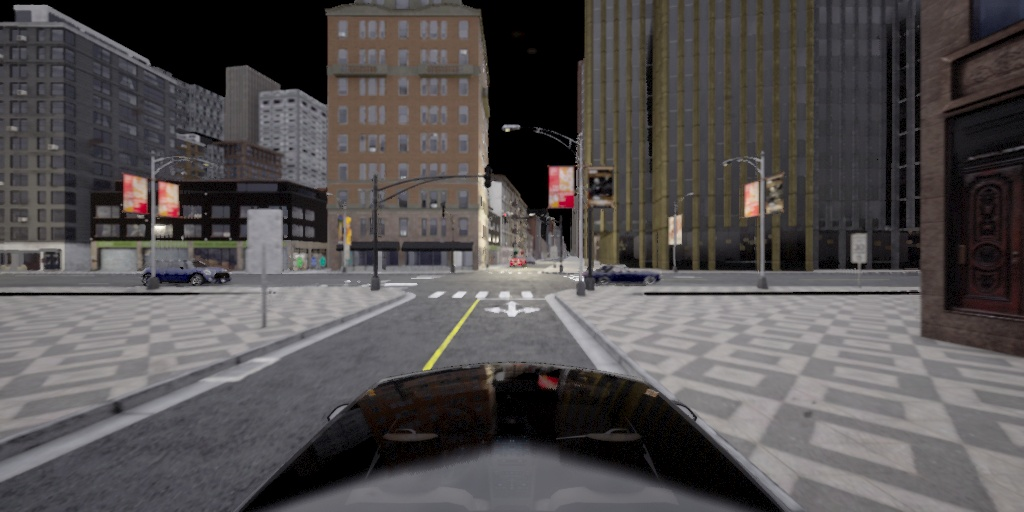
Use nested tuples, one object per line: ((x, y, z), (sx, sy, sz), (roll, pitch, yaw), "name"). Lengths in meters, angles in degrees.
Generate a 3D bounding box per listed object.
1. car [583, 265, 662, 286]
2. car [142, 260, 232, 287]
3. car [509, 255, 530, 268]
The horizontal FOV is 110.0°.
((7.169, 1.263, 23.448), (4.718, 1.301, 1.895), (0, 0, 0), "car")
((-21.032, 1.031, 23.337), (4.553, 1.767, 2.097), (0, 0, 0), "car")
((0.999, 0.820, 57.687), (2.150, 2.045, 5.566), (0, 0, 10), "car")
